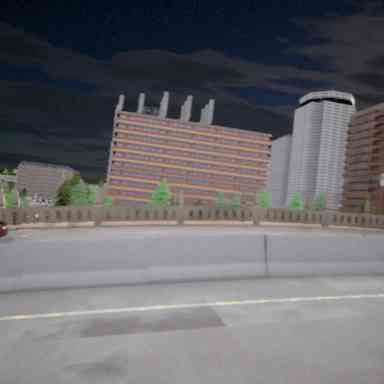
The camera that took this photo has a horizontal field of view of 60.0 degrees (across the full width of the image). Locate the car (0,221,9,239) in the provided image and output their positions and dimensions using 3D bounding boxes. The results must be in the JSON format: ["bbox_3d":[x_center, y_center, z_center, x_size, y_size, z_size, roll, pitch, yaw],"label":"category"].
[{"bbox_3d":[-11.828,1.882,17.137,4.181,1.385,1.994,-1,-1,-11],"label":"car"}]
